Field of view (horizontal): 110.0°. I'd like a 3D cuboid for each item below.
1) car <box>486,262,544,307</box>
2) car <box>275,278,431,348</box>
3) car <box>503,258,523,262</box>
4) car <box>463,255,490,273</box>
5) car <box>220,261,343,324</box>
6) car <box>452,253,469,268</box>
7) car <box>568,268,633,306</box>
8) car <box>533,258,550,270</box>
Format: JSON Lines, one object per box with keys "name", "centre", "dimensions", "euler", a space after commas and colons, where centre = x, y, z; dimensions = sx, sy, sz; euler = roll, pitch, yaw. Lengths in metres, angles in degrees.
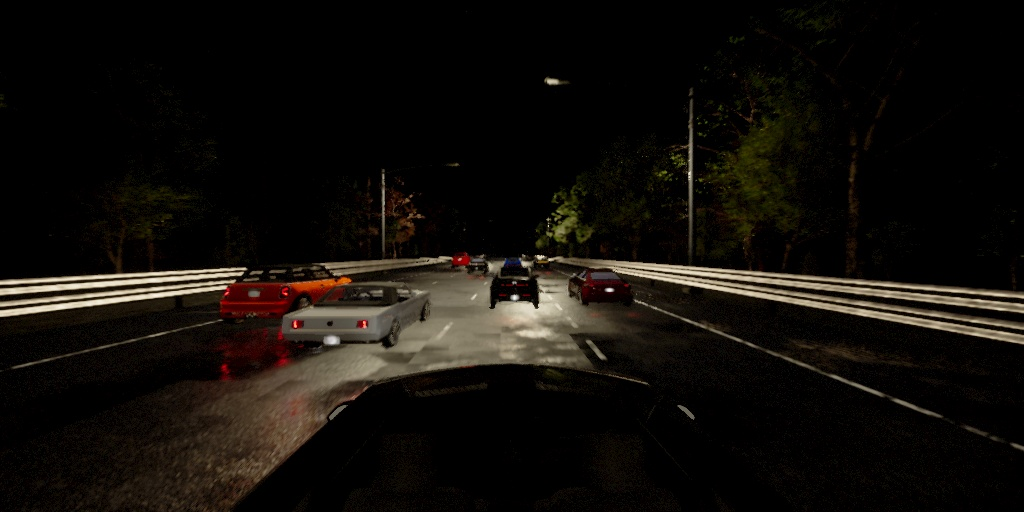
{"name": "car", "centre": [0.096, 1.157, 14.740], "dimensions": [1.837, 1.490, 4.892], "euler": [0, 0, 0]}
{"name": "car", "centre": [-3.402, 1.296, 9.000], "dimensions": [1.895, 1.301, 4.718], "euler": [0, 0, 0]}
{"name": "car", "centre": [0.090, 0.965, 36.959], "dimensions": [1.882, 1.535, 5.008], "euler": [0, 1, 0]}
{"name": "car", "centre": [-3.411, 0.980, 37.027], "dimensions": [2.128, 1.511, 4.902], "euler": [0, 1, 0]}
{"name": "car", "centre": [-6.902, 1.026, 11.717], "dimensions": [2.097, 1.767, 4.553], "euler": [0, 0, 0]}
{"name": "car", "centre": [-6.915, 0.617, 49.815], "dimensions": [2.150, 2.045, 5.566], "euler": [0, 1, 0]}
{"name": "car", "centre": [3.597, 1.213, 15.232], "dimensions": [1.994, 1.385, 4.181], "euler": [0, 0, 0]}
{"name": "car", "centre": [3.590, 0.925, 44.525], "dimensions": [2.128, 1.511, 4.902], "euler": [0, 1, 0]}
